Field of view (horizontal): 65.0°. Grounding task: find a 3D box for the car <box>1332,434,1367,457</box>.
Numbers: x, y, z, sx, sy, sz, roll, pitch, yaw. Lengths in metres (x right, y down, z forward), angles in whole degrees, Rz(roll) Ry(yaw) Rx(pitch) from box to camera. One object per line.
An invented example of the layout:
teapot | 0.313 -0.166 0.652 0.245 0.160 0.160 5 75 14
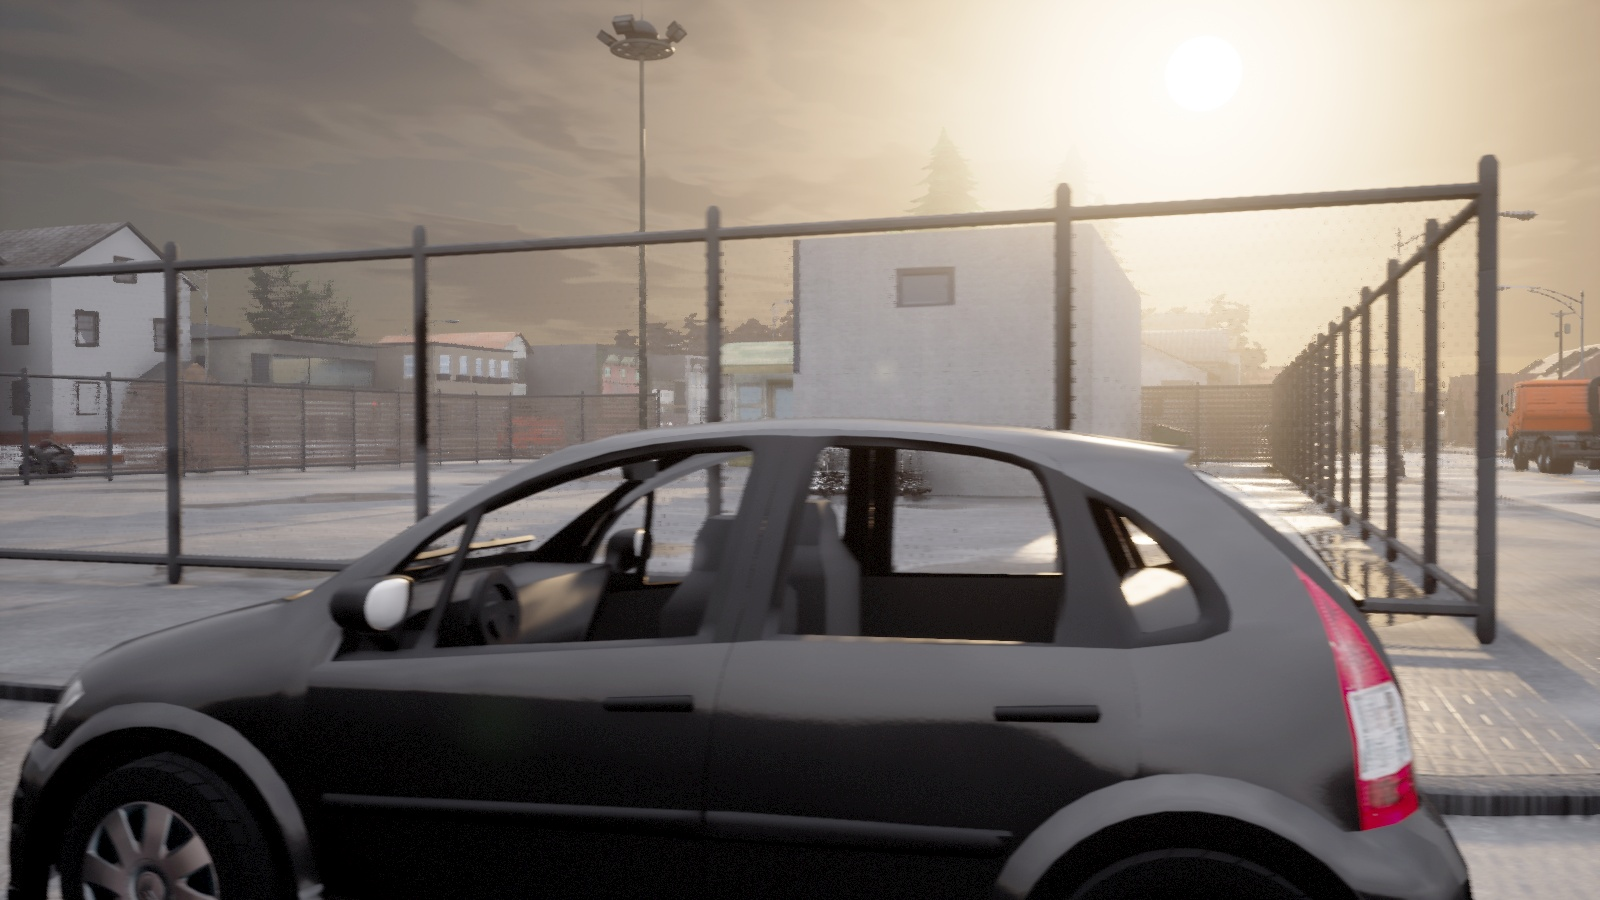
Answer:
car | 36.767 -0.329 84.107 1.845 1.501 3.633 1 1 19

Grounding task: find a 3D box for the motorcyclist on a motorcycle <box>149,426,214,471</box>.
motorcyclist on a motorcycle | -23.530 -0.064 47.805 0.766 1.649 2.350 1 1 20

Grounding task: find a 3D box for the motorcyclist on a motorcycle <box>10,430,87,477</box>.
motorcyclist on a motorcycle | -25.345 0.098 42.393 0.866 1.530 2.191 1 1 19

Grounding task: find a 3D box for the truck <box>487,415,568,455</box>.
truck | -17.071 -0.963 79.003 2.627 2.467 5.204 1 1 19

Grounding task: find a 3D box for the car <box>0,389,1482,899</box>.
car | -0.368 0.663 3.842 3.988 1.617 1.851 0 1 16

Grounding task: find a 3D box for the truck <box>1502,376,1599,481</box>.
truck | 27.683 -0.750 45.083 2.891 3.462 7.936 1 1 19
